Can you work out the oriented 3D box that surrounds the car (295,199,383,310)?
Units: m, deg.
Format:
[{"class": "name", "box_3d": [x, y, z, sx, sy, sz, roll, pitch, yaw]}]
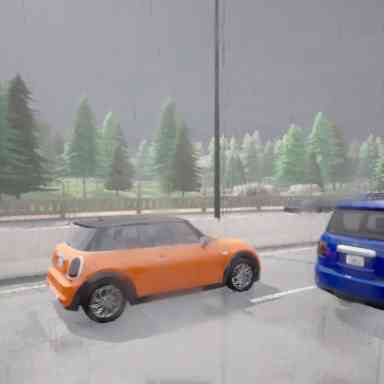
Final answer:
[{"class": "car", "box_3d": [4.910, 1.153, 6.615, 5.566, 2.045, 2.150, -1, 0, -30]}]

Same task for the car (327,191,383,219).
[{"class": "car", "box_3d": [13.733, 0.975, 26.339, 5.566, 2.045, 2.150, 0, 0, -20]}]

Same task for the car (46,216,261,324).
[{"class": "car", "box_3d": [-0.638, 1.302, 7.282, 4.553, 1.767, 2.097, -1, 1, -33]}]
